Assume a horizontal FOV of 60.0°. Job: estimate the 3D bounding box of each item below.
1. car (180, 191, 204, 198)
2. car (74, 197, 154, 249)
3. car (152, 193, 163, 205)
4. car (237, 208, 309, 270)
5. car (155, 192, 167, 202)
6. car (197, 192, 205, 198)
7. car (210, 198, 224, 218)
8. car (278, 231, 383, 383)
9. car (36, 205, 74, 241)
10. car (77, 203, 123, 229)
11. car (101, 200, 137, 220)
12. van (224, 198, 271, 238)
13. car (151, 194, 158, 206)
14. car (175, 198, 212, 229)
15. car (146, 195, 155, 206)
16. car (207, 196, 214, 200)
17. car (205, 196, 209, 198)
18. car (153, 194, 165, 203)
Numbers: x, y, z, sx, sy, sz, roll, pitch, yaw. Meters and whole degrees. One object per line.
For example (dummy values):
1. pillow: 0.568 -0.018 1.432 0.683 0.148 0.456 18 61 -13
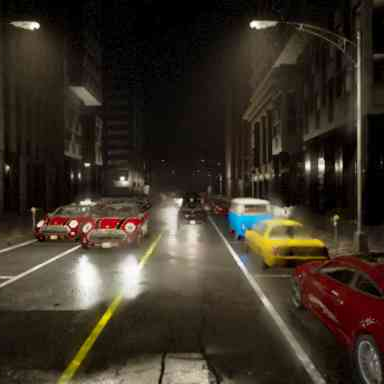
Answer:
1. car: -0.036 0.975 40.029 2.150 2.045 5.566 0 0 0
2. car: -3.046 1.278 14.036 2.097 1.767 4.553 0 0 0
3. car: -5.911 1.269 49.591 1.887 1.381 4.507 0 0 0
4. car: 2.730 1.446 10.590 1.752 1.417 4.829 0 0 0
5. car: -5.928 1.006 55.192 2.192 1.841 5.009 0 0 0
6. car: 2.484 0.873 93.214 1.967 1.590 4.097 0 0 0
7. car: 2.680 1.401 27.227 1.802 1.307 4.206 0 0 0
8. car: 2.747 1.539 4.819 1.802 1.307 4.206 0 0 0
9. car: -5.811 1.367 15.981 1.967 1.590 4.097 0 0 0
10. car: -5.828 1.474 21.583 1.802 1.307 4.206 0 0 0
11. car: -5.845 1.424 27.185 1.947 1.339 4.313 0 0 0
12. van: 2.713 1.229 16.021 1.690 1.788 3.998 0 0 0
13. car: -5.894 1.284 43.819 1.752 1.417 4.829 0 0 0
14. car: 0.024 1.379 20.541 1.837 1.490 4.892 0 1 0
15. car: -5.878 1.341 38.388 2.008 1.369 4.403 0 0 0
16. car: 2.664 1.367 32.828 1.802 1.307 4.206 0 0 0
17. car: 2.614 1.230 49.634 1.887 1.381 4.507 0 0 0
18. car: -5.944 1.185 60.625 1.752 1.417 4.829 0 0 0
